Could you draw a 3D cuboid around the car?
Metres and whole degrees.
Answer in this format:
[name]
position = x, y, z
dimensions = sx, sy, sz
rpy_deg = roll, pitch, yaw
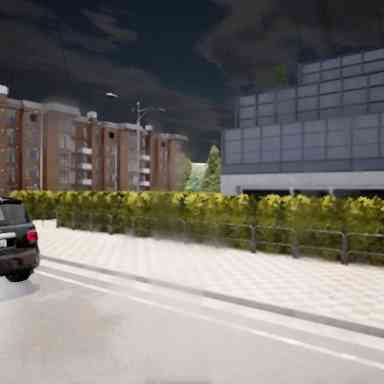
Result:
[car]
position = -5.985, 1.122, 8.206
dimensions = 5.566, 2.045, 2.150
rpy_deg = 0, 0, 36
